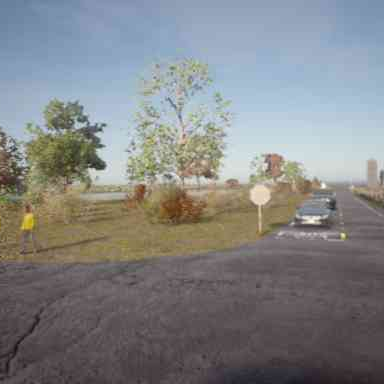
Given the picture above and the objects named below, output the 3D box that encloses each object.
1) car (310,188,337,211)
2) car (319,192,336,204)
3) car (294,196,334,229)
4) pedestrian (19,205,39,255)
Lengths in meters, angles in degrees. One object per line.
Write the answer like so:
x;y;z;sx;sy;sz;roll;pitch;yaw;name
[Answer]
12.857;0.663;32.539;2.150;2.045;5.566;-1;0;24;car
18.268;0.786;44.839;1.994;1.385;4.181;-1;1;24;car
7.028;1.199;19.201;1.812;1.442;4.674;-1;1;24;car
-6.089;1.382;12.431;0.375;1.860;0.375;-1;2;24;pedestrian
